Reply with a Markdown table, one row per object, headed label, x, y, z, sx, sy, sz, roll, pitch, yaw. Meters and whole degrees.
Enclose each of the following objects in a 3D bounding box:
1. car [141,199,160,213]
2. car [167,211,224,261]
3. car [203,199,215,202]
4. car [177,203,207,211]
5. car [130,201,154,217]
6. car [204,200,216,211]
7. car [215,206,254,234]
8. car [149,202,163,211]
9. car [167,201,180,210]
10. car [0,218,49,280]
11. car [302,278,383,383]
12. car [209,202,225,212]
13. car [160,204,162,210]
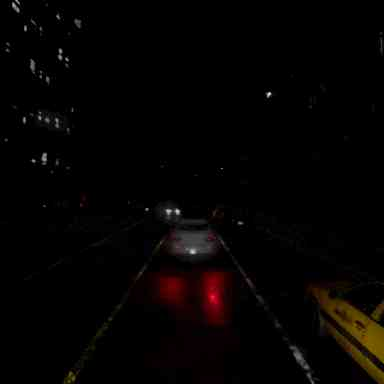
| label | x | y | z | sx | sy | sz | roll | pitch | yaw |
| --- | --- | --- | --- | --- | --- | --- | --- | --- | --- |
| car | -5.809 | 1.865 | 42.703 | 2.192 | 1.841 | 5.009 | 1 | -1 | 0 |
| car | 0.049 | 1.693 | 12.954 | 1.812 | 1.442 | 4.674 | 0 | 0 | 1 |
| car | 2.838 | 2.009 | 53.805 | 2.192 | 1.841 | 5.009 | 1 | -1 | 0 |
| car | 0.045 | 1.857 | 27.311 | 1.837 | 1.490 | 4.892 | 0 | 0 | 1 |
| car | -5.811 | 2.029 | 37.132 | 2.008 | 1.369 | 4.403 | 1 | -1 | 0 |
| car | 2.836 | 2.100 | 42.667 | 2.008 | 1.369 | 4.403 | 1 | -1 | 0 |
| car | 2.771 | 1.837 | 21.038 | 1.947 | 1.339 | 4.313 | 1 | -1 | 0 |
| car | -5.812 | 2.277 | 53.835 | 1.802 | 1.307 | 4.206 | 1 | -1 | 0 |
| car | -3.054 | 2.240 | 55.361 | 1.812 | 1.442 | 4.674 | 0 | -1 | 1 |
| car | -5.698 | 1.561 | 9.295 | 1.967 | 1.590 | 4.097 | 1 | -1 | 0 |
| car | 2.709 | 1.576 | 3.864 | 1.752 | 1.417 | 4.829 | 1 | -1 | 0 |
| car | 2.836 | 1.933 | 31.702 | 1.752 | 1.417 | 4.829 | 1 | -1 | 0 |
| car | -5.812 | 2.188 | 48.268 | 1.947 | 1.339 | 4.313 | 1 | -1 | 0 |
